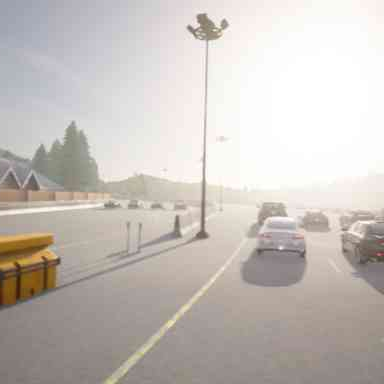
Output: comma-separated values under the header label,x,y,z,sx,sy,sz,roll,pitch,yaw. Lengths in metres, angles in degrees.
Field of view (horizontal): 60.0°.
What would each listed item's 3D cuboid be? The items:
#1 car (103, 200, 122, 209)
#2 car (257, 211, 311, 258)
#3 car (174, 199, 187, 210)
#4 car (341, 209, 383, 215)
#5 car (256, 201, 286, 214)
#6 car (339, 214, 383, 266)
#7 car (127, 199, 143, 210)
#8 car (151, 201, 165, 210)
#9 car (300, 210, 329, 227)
label,x,y,z,sx,sy,sz,roll,pitch,yaw
car,-12.379,1.944,52.039,1.895,1.301,4.718,1,-1,1
car,3.779,1.800,14.220,1.812,1.442,4.674,1,-1,14
car,-1.874,1.994,54.847,2.097,1.767,4.553,1,-1,0
car,13.628,2.194,27.513,1.837,1.490,4.892,1,0,9
car,6.584,1.736,27.644,2.150,2.045,5.566,1,0,10
car,6.996,1.842,12.668,1.837,1.490,4.892,1,0,14
car,-8.893,1.937,52.228,1.837,1.490,4.892,1,-1,1
car,-5.379,2.128,52.692,1.895,1.301,4.718,1,-1,1
car,10.204,2.177,28.285,1.994,1.385,4.181,1,-1,9
